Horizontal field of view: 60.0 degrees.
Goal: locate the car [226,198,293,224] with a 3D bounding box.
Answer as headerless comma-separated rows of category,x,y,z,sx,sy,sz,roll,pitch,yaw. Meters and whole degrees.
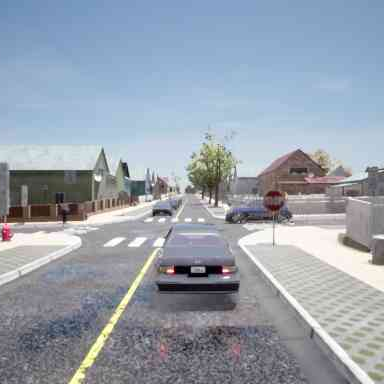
car,4.631,1.250,23.331,4.553,1.767,2.097,-2,-1,11

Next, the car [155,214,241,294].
car,0.072,1.550,8.939,2.033,1.411,5.357,0,0,-1

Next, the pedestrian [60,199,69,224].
pedestrian,-9.694,1.462,25.260,0.375,1.860,0.375,0,0,0

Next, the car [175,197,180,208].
car,-2.852,1.566,41.991,1.994,1.385,4.181,0,0,0

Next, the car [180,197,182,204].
car,-2.846,1.491,51.456,2.128,1.511,4.902,0,0,0

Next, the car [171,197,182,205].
car,-2.815,1.596,61.853,1.895,1.301,4.718,0,0,0

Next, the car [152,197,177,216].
car,-2.820,1.550,32.719,2.033,1.411,5.357,0,0,-1
